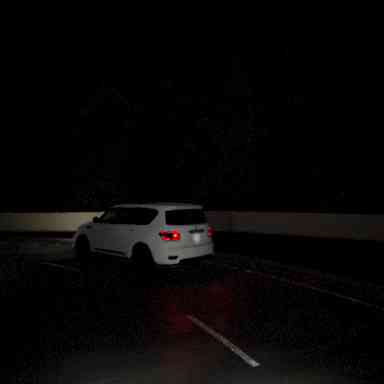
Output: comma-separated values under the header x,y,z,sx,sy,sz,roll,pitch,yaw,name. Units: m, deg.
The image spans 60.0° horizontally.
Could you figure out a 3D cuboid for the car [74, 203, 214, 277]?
x,y,z,sx,sy,sz,roll,pitch,yaw,name
-1.807,1.380,11.138,5.566,2.045,2.150,-1,-2,44,car
